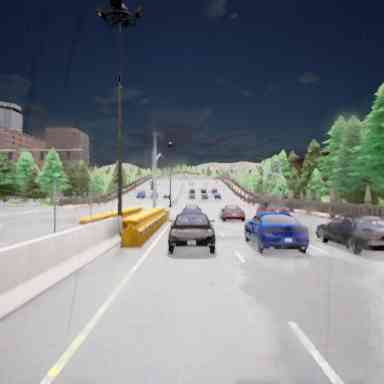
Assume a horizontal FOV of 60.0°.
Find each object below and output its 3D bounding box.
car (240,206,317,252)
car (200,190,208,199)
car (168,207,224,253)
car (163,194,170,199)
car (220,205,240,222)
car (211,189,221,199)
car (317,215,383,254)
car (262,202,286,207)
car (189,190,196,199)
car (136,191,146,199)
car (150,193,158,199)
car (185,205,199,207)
[{"bbox_3d":[3.499,1.615,14.518,1.882,1.535,5.008,0,0,0],"label":"car"},{"bbox_3d":[3.541,1.028,92.408,2.033,1.411,5.357,0,6,0],"label":"car"},{"bbox_3d":[-0.003,1.628,14.333,2.128,1.511,4.902,0,0,0],"label":"car"},{"bbox_3d":[-6.965,1.213,91.312,1.895,1.301,4.718,0,5,0],"label":"car"},{"bbox_3d":[3.492,1.840,29.322,1.994,1.385,4.181,0,0,0],"label":"car"},{"bbox_3d":[7.041,0.966,92.383,1.882,1.535,5.008,0,6,0],"label":"car"},{"bbox_3d":[6.995,1.680,14.033,2.033,1.411,5.357,0,-1,0],"label":"car"},{"bbox_3d":[6.992,1.624,29.129,2.097,1.767,4.553,0,-1,0],"label":"car"},{"bbox_3d":[0.041,1.028,92.426,2.033,1.411,5.357,0,6,0],"label":"car"},{"bbox_3d":[-13.965,0.845,91.315,2.150,2.045,5.566,0,5,0],"label":"car"},{"bbox_3d":[-10.465,1.116,91.351,1.837,1.490,4.892,0,5,0],"label":"car"},{"bbox_3d":[-0.002,1.840,29.317,1.994,1.385,4.181,0,-1,0],"label":"car"}]
